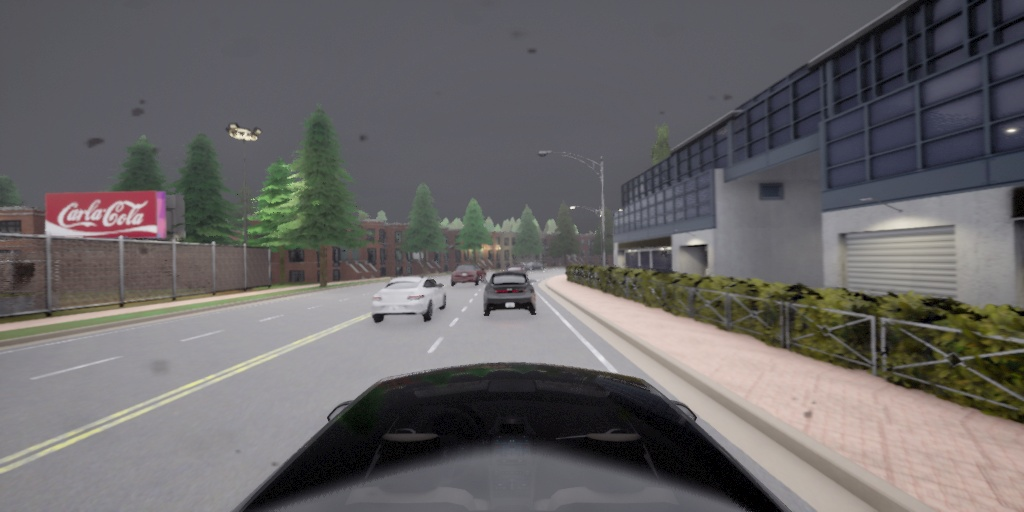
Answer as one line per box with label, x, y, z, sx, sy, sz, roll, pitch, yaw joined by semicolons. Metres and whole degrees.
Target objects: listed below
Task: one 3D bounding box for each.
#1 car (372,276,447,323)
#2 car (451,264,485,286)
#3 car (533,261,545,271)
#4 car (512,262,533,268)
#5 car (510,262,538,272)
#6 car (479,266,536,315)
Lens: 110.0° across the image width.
car;-3.584;1.451;13.050;1.812;1.442;4.674;-1;-1;-1
car;-3.316;1.391;28.619;2.097;1.767;4.553;-1;-1;6
car;2.954;1.588;53.130;1.837;1.490;4.892;-2;0;39
car;0.373;1.490;29.985;1.812;1.442;4.674;-2;0;8
car;1.998;1.668;57.409;1.812;1.442;4.674;-2;-1;42
car;-0.103;1.357;14.140;1.837;1.490;4.892;-1;0;-1
